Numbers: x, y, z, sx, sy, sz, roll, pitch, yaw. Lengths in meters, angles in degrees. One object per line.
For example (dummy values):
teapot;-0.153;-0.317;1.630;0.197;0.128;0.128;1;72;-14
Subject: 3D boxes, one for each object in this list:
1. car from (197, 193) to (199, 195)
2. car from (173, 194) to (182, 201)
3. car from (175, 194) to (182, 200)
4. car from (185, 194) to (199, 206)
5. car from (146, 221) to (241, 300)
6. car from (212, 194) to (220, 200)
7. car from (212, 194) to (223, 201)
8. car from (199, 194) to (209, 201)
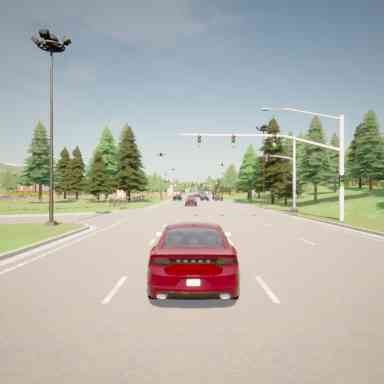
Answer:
car;3.224;1.357;94.105;2.128;1.511;4.902;0;0;0
car;-3.745;1.469;83.664;1.882;1.535;5.008;0;0;0
car;-3.776;1.310;94.084;1.882;1.535;5.008;0;0;0
car;-0.155;1.525;53.062;1.812;1.442;4.674;0;0;0
car;0.038;1.478;8.459;1.882;1.535;5.008;0;0;0
car;6.724;1.372;94.115;2.033;1.411;5.357;0;0;0
car;6.755;1.516;83.695;2.128;1.511;4.902;0;0;0
car;3.254;1.516;84.101;1.812;1.442;4.674;0;0;0
